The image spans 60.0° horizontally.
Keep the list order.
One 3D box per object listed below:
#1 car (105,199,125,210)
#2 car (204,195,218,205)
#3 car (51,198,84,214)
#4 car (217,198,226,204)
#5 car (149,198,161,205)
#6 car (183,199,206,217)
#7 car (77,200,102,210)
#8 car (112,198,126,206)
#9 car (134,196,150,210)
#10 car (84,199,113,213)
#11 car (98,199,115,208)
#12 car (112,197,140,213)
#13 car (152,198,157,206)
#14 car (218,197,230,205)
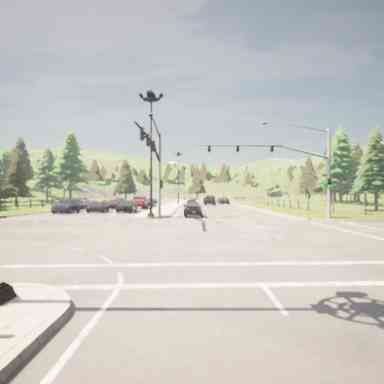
[{"bbox_3d":[-11.550,1.839,50.026,1.882,1.535,5.008,0,0,0],"label":"car"},{"bbox_3d":[3.677,1.720,68.908,2.150,2.045,5.566,0,0,0],"label":"car"},{"bbox_3d":[-15.065,1.640,39.796,2.097,1.767,4.553,0,0,0],"label":"car"},{"bbox_3d":[7.332,2.145,83.754,2.033,1.411,5.357,0,0,2],"label":"car"},{"bbox_3d":[-7.908,2.047,72.108,2.033,1.411,5.357,0,0,0],"label":"car"},{"bbox_3d":[0.142,1.775,34.537,1.812,1.442,4.674,0,0,-1],"label":"car"},{"bbox_3d":[-15.053,1.903,49.253,2.033,1.411,5.357,0,0,0],"label":"car"},{"bbox_3d":[-14.935,1.995,68.602,1.837,1.490,4.892,0,0,0],"label":"car"},{"bbox_3d":[-8.050,1.591,51.103,2.150,2.045,5.566,0,0,0],"label":"car"},{"bbox_3d":[-11.563,1.861,41.049,1.994,1.385,4.181,0,0,0],"label":"car"},{"bbox_3d":[-15.025,1.987,58.491,1.994,1.385,4.181,0,0,0],"label":"car"},{"bbox_3d":[-8.059,1.775,41.167,1.882,1.535,5.008,0,0,0],"label":"car"},{"bbox_3d":[-8.005,1.991,61.440,2.033,1.411,5.357,0,0,0],"label":"car"},{"bbox_3d":[7.112,1.889,73.839,2.097,1.767,4.553,0,0,1],"label":"car"}]
